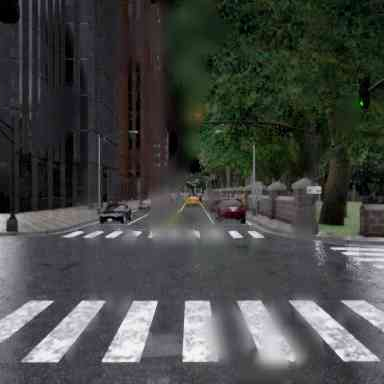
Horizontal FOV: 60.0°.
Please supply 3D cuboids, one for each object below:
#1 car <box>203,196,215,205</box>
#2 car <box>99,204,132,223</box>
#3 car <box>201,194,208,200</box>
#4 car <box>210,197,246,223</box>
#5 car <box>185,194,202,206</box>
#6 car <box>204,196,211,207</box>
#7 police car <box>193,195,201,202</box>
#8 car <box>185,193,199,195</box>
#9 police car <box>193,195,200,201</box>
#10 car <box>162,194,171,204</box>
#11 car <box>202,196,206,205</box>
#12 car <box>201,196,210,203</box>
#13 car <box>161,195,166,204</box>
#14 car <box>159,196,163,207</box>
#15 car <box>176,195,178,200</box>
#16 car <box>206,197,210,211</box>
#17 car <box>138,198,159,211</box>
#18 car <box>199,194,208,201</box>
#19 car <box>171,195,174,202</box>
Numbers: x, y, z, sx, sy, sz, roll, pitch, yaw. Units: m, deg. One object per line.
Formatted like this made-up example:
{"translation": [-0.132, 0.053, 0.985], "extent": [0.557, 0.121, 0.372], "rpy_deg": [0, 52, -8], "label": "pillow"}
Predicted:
{"translation": [2.933, 1.477, 57.985], "extent": [1.967, 1.590, 4.097], "rpy_deg": [0, 0, 0], "label": "car"}
{"translation": [-5.689, 1.572, 25.262], "extent": [1.947, 1.339, 4.313], "rpy_deg": [0, 0, 0], "label": "car"}
{"translation": [2.917, 1.472, 52.529], "extent": [1.967, 1.590, 4.097], "rpy_deg": [0, 0, 0], "label": "car"}
{"translation": [2.836, 1.321, 25.247], "extent": [2.192, 1.841, 5.009], "rpy_deg": [0, 0, 0], "label": "car"}
{"translation": [0.212, 1.512, 55.280], "extent": [1.882, 1.535, 5.008], "rpy_deg": [0, 0, 0], "label": "car"}
{"translation": [2.884, 1.572, 41.615], "extent": [2.008, 1.369, 4.403], "rpy_deg": [0, 0, 0], "label": "car"}
{"translation": [1.124, 1.482, 76.017], "extent": [1.930, 1.638, 5.238], "rpy_deg": [0, 0, 0], "label": "police car"}
{"translation": [0.192, 1.265, 65.406], "extent": [2.150, 2.045, 5.566], "rpy_deg": [0, 0, 0], "label": "car"}
{"translation": [1.135, 1.496, 86.018], "extent": [1.930, 1.638, 5.238], "rpy_deg": [0, 0, 0], "label": "police car"}
{"translation": [-5.576, 1.624, 63.461], "extent": [1.802, 1.307, 4.206], "rpy_deg": [0, 0, 0], "label": "car"}
{"translation": [2.900, 1.577, 47.072], "extent": [2.008, 1.369, 4.403], "rpy_deg": [0, 0, 0], "label": "car"}
{"translation": [2.981, 1.579, 74.524], "extent": [1.752, 1.417, 4.829], "rpy_deg": [0, 0, 0], "label": "car"}
{"translation": [-5.609, 1.613, 52.547], "extent": [1.802, 1.307, 4.206], "rpy_deg": [0, 0, 0], "label": "car"}
{"translation": [-5.625, 1.608, 47.090], "extent": [1.802, 1.307, 4.206], "rpy_deg": [0, 0, 0], "label": "car"}
{"translation": [-5.496, 1.517, 90.746], "extent": [1.967, 1.590, 4.097], "rpy_deg": [0, 0, 0], "label": "car"}
{"translation": [2.868, 1.582, 36.159], "extent": [1.947, 1.339, 4.313], "rpy_deg": [0, 0, 0], "label": "car"}
{"translation": [-5.641, 1.572, 41.633], "extent": [2.008, 1.369, 4.403], "rpy_deg": [0, 0, 0], "label": "car"}
{"translation": [3.013, 1.384, 85.268], "extent": [2.192, 1.841, 5.009], "rpy_deg": [0, 0, 0], "label": "car"}
{"translation": [-5.560, 1.362, 68.918], "extent": [2.192, 1.841, 5.009], "rpy_deg": [0, 0, 0], "label": "car"}
